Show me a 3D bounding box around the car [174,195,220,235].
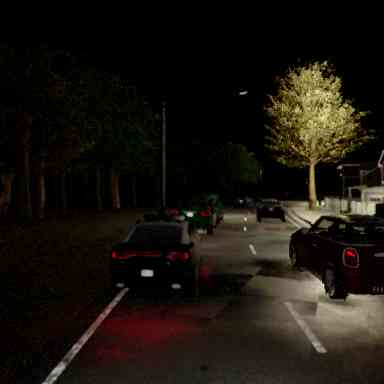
[{"bbox_3d":[0.239,1.219,19.075,2.150,2.045,5.566,0,0,7],"label":"car"}]

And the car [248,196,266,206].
[{"bbox_3d":[11.262,1.529,57.176,2.128,1.511,4.902,0,0,23],"label":"car"}]

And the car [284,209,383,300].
[{"bbox_3d":[3.994,1.352,8.505,2.097,1.767,4.553,0,0,3],"label":"car"}]

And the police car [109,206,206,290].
[{"bbox_3d":[-0.729,1.422,9.249,1.930,1.638,5.238,0,0,4],"label":"police car"}]

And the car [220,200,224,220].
[{"bbox_3d":[1.126,1.218,24.982,2.150,2.045,5.566,0,0,10],"label":"car"}]

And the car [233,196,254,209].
[{"bbox_3d":[6.955,1.341,44.786,2.097,1.767,4.553,0,0,19],"label":"car"}]

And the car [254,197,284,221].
[{"bbox_3d":[6.320,1.346,26.959,2.097,1.767,4.553,0,0,10],"label":"car"}]
